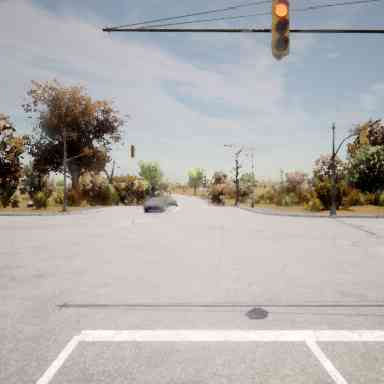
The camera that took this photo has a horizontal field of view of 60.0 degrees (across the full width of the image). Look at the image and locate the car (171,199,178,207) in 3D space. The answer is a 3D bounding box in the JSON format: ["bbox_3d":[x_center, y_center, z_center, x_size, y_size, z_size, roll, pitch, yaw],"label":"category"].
[{"bbox_3d":[-3.500,1.883,57.306,1.994,1.385,4.181,0,-2,0],"label":"car"}]

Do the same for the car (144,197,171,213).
[{"bbox_3d":[-3.500,1.237,32.424,2.033,1.411,5.357,0,0,0],"label":"car"}]
